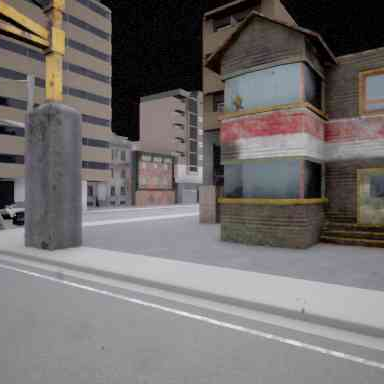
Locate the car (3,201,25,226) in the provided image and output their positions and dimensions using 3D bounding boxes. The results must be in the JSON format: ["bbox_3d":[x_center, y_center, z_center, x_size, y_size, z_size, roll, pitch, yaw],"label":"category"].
[{"bbox_3d":[-10.085,1.453,22.997,2.038,1.542,4.974,0,0,15],"label":"car"}]

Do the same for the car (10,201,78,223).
[{"bbox_3d":[-10.071,1.295,23.047,1.853,1.218,4.536,0,0,15],"label":"car"}]

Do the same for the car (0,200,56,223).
[{"bbox_3d":[-13.287,1.453,25.671,4.974,1.542,2.038,0,0,-30],"label":"car"}]

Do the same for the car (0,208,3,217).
[{"bbox_3d":[-13.242,1.295,25.697,4.536,1.218,1.853,0,0,-30],"label":"car"}]
